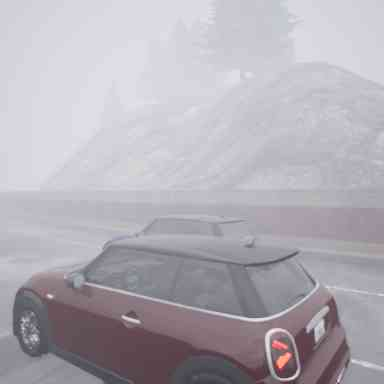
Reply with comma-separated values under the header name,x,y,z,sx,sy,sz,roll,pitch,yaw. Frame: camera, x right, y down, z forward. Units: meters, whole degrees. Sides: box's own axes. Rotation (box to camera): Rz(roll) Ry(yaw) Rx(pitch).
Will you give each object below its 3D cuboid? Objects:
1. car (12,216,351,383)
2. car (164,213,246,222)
name,x,y,z,sx,sy,sz,roll,pitch,yaw
car,-0.465,1.364,4.499,4.553,1.767,2.097,0,0,37
car,-0.354,1.375,8.830,4.553,1.767,2.097,0,0,38
